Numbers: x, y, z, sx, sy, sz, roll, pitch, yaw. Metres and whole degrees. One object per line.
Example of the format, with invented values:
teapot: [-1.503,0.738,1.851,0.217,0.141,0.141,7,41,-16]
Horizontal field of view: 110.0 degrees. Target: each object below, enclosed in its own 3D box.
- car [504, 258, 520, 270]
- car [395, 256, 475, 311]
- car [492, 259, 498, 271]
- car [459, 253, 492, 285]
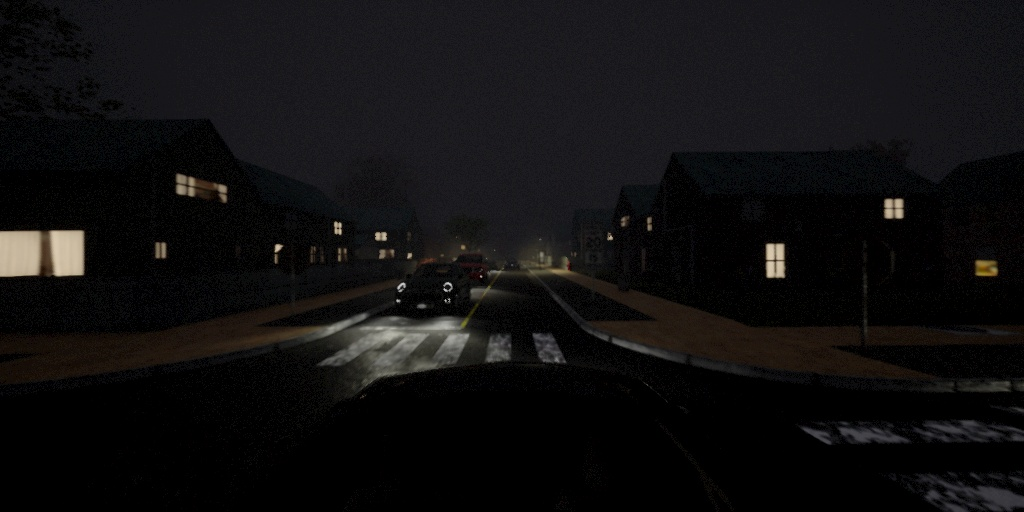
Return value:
car: [0.016,1.059,45.395,1.994,1.385,4.181,0,0,0]
car: [-2.895,1.032,13.948,2.097,1.767,4.553,0,0,2]
car: [-2.790,1.083,43.983,1.994,1.385,4.181,0,0,1]
car: [-2.843,0.827,24.939,2.150,2.045,5.566,0,1,0]
